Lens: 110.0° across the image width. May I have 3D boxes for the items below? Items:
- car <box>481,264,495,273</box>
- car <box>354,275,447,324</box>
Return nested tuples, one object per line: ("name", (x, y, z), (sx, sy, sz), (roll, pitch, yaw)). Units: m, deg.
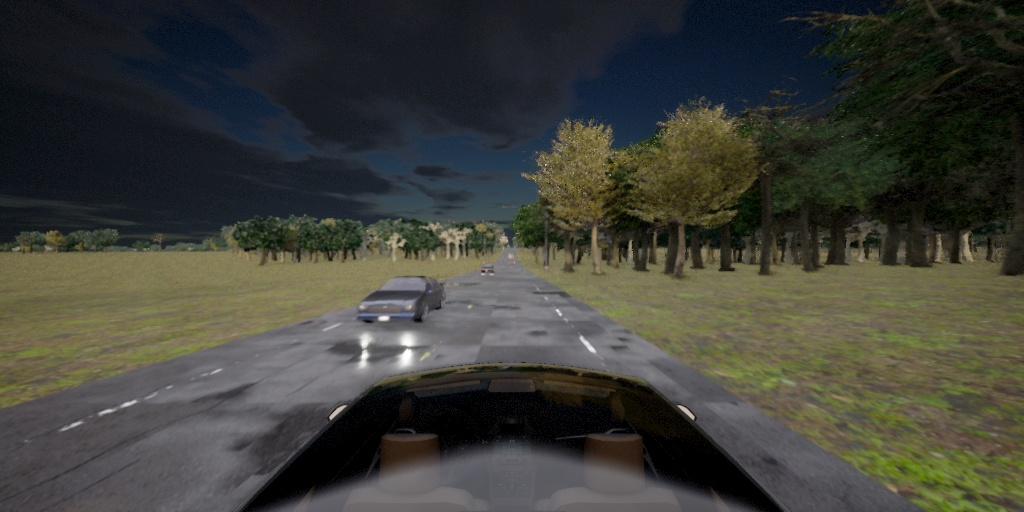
("car", (-3.565, 1.838, 53.492), (2.033, 1.411, 5.357), (0, -1, 1))
("car", (-3.602, 1.398, 12.759), (2.033, 1.411, 5.357), (0, -1, 0))
